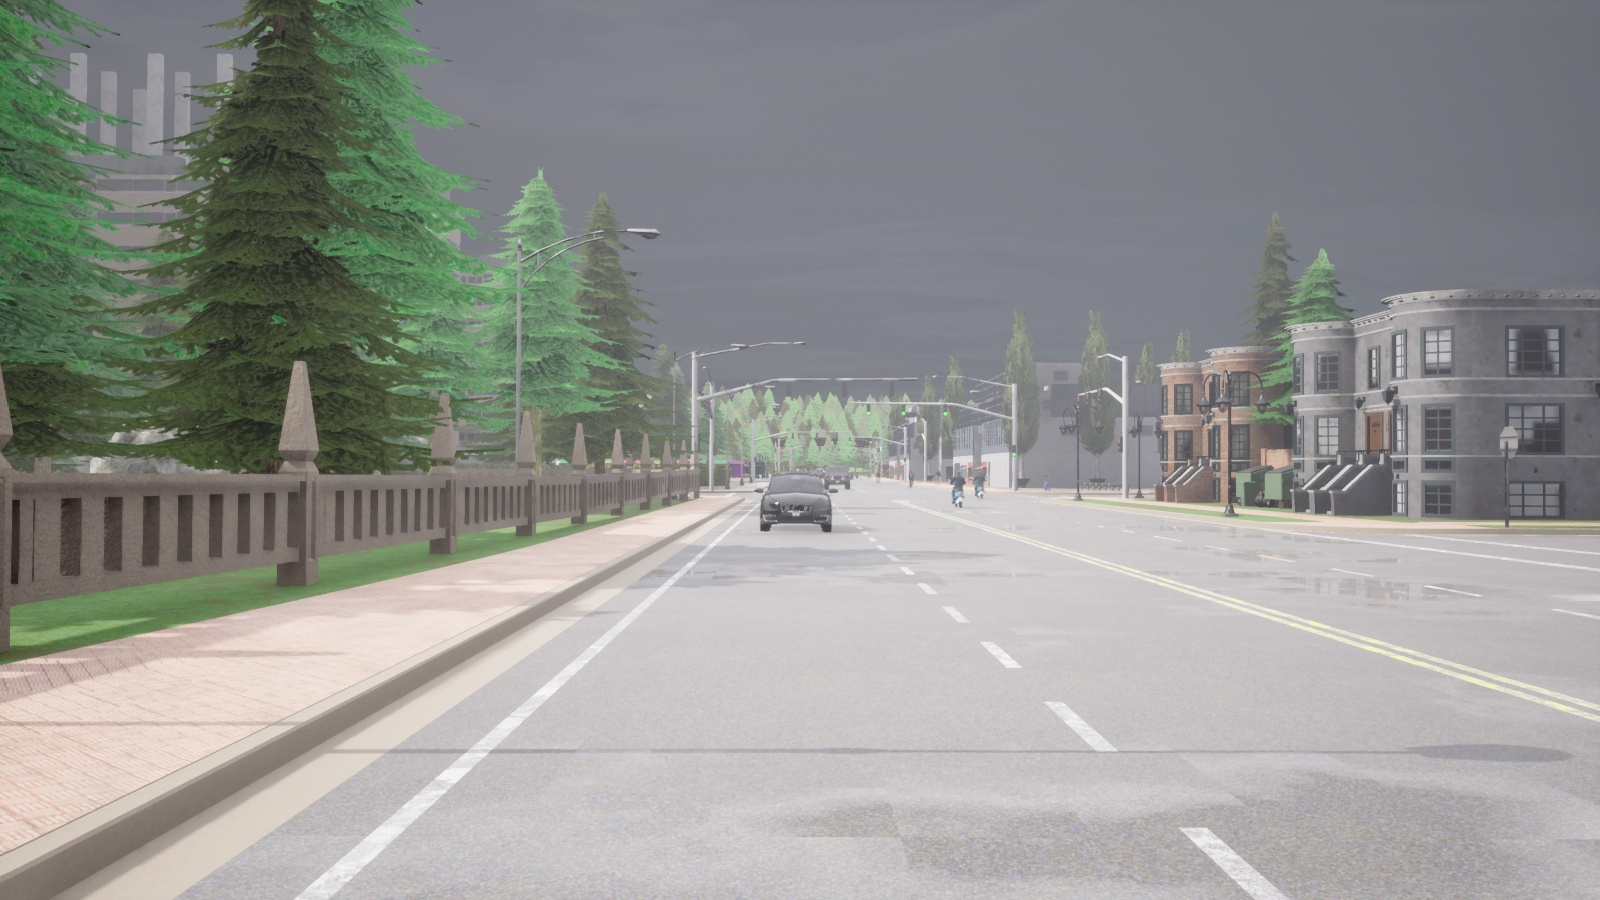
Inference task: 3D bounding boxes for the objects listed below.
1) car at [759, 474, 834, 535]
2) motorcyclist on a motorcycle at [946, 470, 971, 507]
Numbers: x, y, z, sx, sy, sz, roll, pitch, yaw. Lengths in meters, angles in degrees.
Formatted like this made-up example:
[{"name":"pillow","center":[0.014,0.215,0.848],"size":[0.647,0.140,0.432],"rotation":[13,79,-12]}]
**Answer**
[{"name":"car","center":[-0.093,1.379,33.406],"size":[1.837,1.490,4.892],"rotation":[0,-1,0]},{"name":"motorcyclist on a motorcycle","center":[6.848,1.651,54.361],"size":[0.866,1.590,1.817],"rotation":[0,-1,0]}]
